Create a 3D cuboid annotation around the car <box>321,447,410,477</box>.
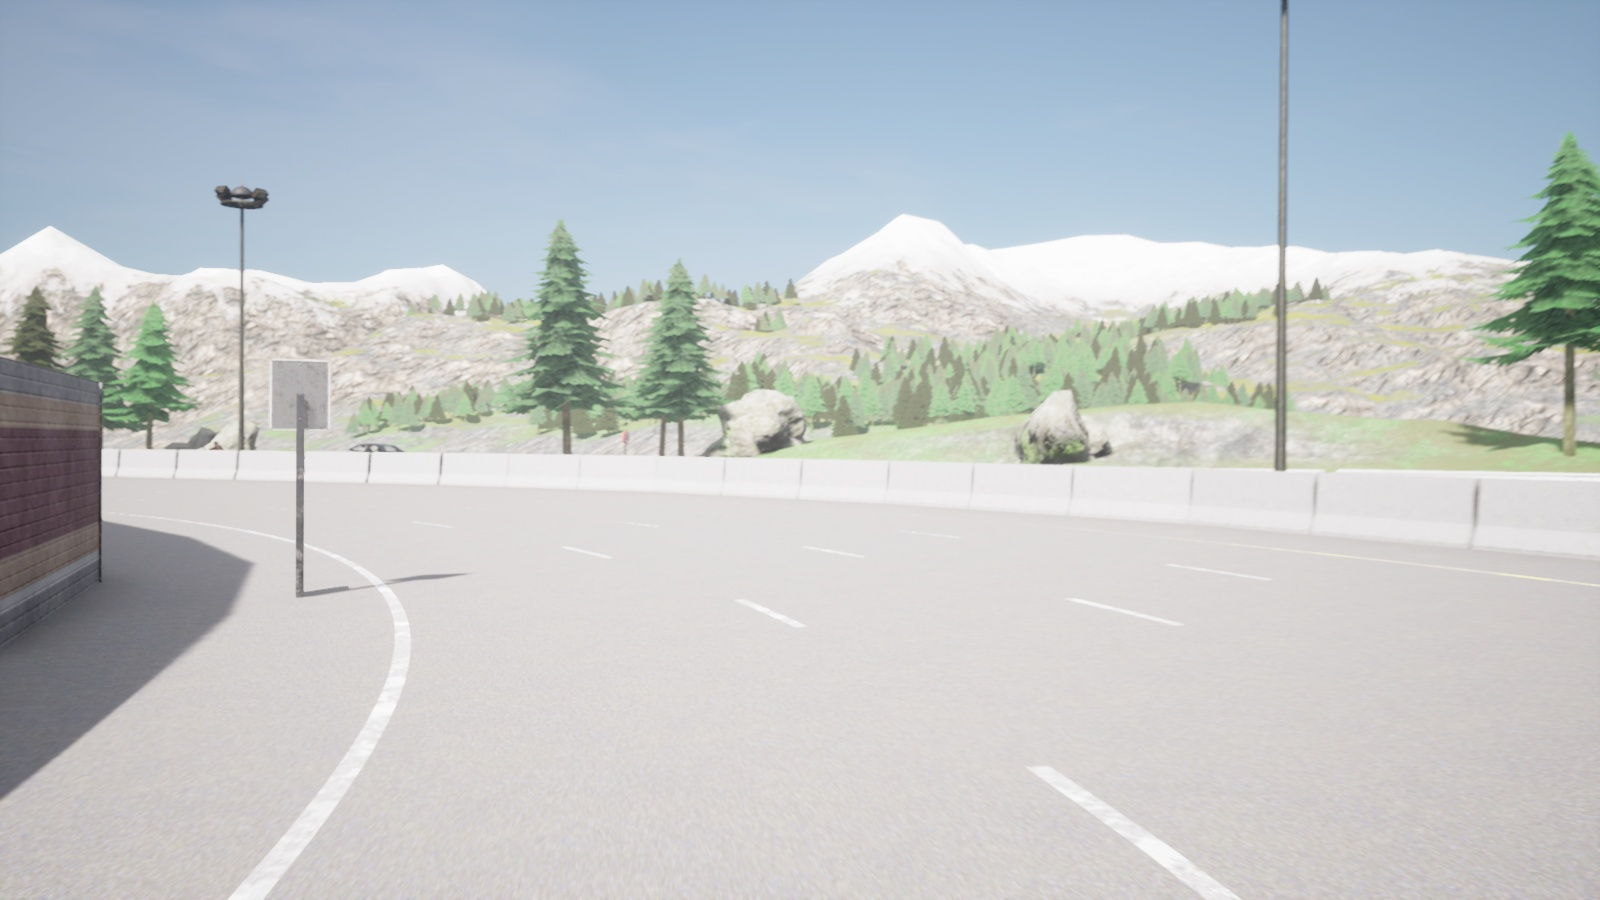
[{"bbox_3d":[-22.469,0.598,64.909,4.193,1.474,1.816,0,0,23],"label":"car"}]
